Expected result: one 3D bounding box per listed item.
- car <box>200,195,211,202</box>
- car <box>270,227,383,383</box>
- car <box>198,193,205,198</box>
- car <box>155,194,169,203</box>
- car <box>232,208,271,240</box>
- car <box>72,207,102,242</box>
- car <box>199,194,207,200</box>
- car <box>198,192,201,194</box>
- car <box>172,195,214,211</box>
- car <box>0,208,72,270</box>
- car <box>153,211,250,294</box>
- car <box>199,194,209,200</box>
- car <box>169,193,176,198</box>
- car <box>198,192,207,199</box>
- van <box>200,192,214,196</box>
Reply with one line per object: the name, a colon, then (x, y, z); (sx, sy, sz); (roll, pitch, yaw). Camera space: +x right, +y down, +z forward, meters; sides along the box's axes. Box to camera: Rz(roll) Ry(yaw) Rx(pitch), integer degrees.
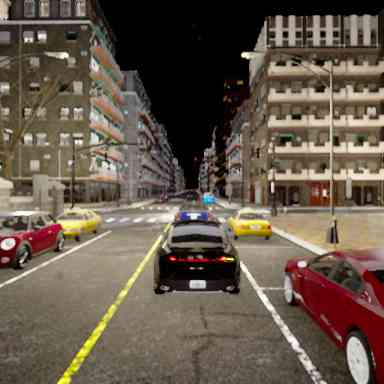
car: (2.703, 1.238, 65.592); (1.947, 1.339, 4.313); (1, 0, 0)
car: (2.700, 1.523, 5.024); (1.887, 1.381, 4.507); (1, 0, 0)
car: (2.705, 1.025, 94.115); (1.752, 1.417, 4.829); (1, 0, 0)
car: (-5.678, 1.286, 59.978); (1.802, 1.307, 4.206); (1, 0, 0)
car: (2.701, 1.453, 16.427); (1.752, 1.417, 4.829); (1, 0, 0)
car: (-5.679, 1.454, 16.104); (1.752, 1.417, 4.829); (1, 0, 0)
car: (2.704, 1.122, 82.603); (2.008, 1.369, 4.403); (1, 0, 0)
car: (2.705, 1.079, 71.262); (1.967, 1.590, 4.097); (1, 0, 0)
car: (0.121, 1.268, 18.903); (2.097, 1.767, 4.553); (0, 0, 1)
car: (-5.679, 1.393, 10.660); (1.967, 1.590, 4.097); (1, 0, 0)
car: (0.104, 1.467, 8.644); (1.837, 1.490, 4.892); (0, 0, 0)
car: (2.704, 1.156, 76.933); (2.008, 1.369, 4.403); (1, 0, 0)
car: (-5.676, 1.118, 88.333); (1.802, 1.307, 4.206); (1, 0, 0)
car: (2.708, 0.851, 88.274); (2.192, 1.841, 5.009); (1, 0, 0)
van: (2.705, 1.076, 54.248); (1.690, 1.788, 3.998); (1, 0, 0)
